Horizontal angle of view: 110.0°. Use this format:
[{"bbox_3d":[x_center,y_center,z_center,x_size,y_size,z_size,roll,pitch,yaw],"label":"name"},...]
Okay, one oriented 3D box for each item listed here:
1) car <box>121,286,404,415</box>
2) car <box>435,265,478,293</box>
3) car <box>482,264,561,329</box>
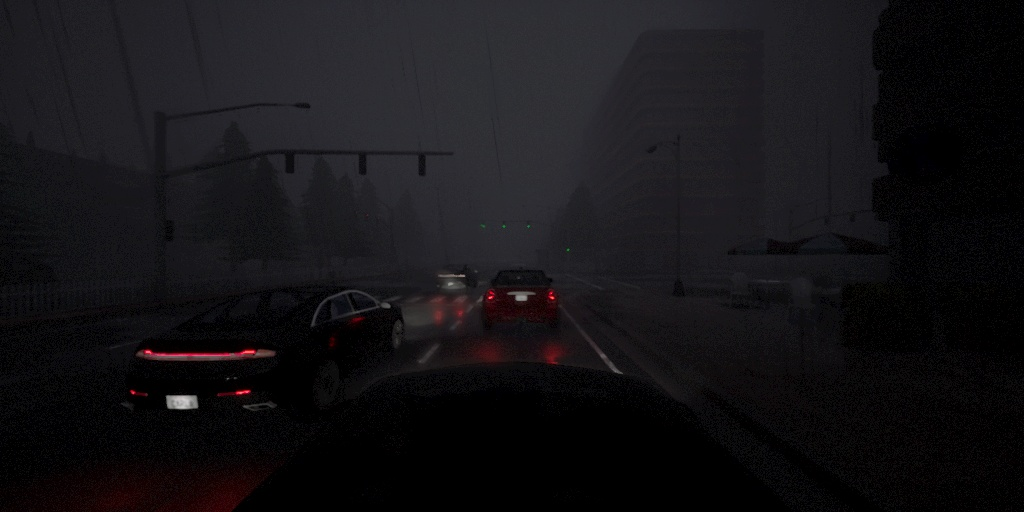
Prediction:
[{"bbox_3d":[-3.271,1.237,5.973,2.128,1.511,4.902,0,0,0],"label":"car"},{"bbox_3d":[-3.113,1.237,20.800,2.128,1.511,4.902,0,0,1],"label":"car"},{"bbox_3d":[0.262,1.098,11.338,2.097,1.767,4.553,0,0,1],"label":"car"}]
